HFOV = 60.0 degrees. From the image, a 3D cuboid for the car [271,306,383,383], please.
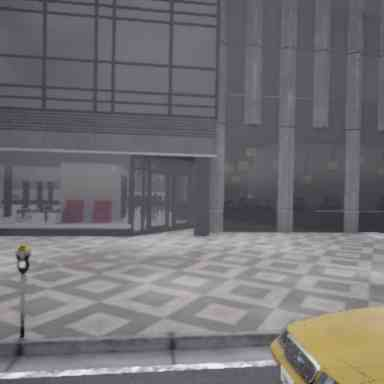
[{"bbox_3d":[3.319,1.557,3.469,4.829,1.417,1.752,1,0,-6],"label":"car"}]
